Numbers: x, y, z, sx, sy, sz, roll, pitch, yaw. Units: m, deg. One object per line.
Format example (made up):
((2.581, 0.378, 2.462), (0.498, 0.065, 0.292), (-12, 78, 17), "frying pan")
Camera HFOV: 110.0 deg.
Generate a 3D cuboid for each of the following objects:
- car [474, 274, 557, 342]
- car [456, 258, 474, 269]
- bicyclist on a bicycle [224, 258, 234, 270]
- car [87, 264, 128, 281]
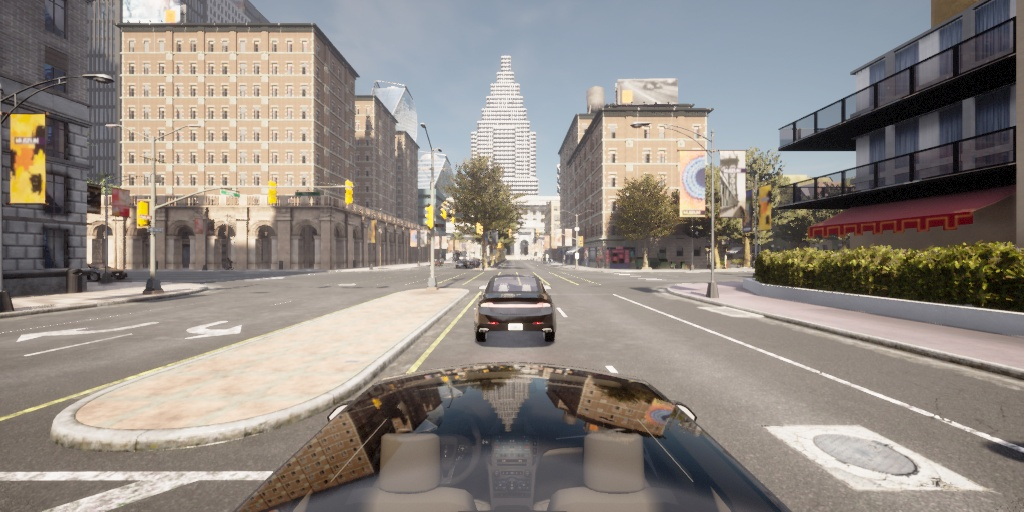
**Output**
((0.082, 1.242, 9.778), (2.128, 1.511, 4.902), (0, 0, 0), "car")
((-8.002, 1.241, 58.527), (2.128, 1.511, 4.902), (0, 0, 0), "car")
((-37.237, 1.050, 47.188), (0.582, 1.620, 1.656), (0, 0, 0), "bicyclist on a bicycle")
((-34.159, 1.314, 29.234), (4.181, 1.385, 1.994), (0, 0, 0), "car")
